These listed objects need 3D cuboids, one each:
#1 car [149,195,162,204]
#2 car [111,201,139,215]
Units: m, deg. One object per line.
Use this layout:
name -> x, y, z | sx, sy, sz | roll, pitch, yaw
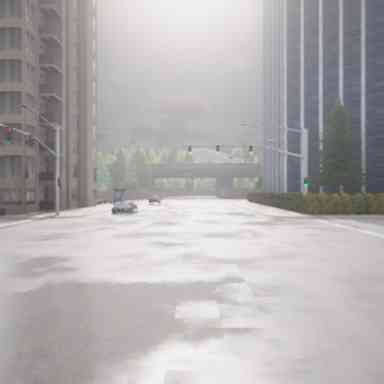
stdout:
car -> -6.471, 1.295, 58.631 | 1.882, 1.535, 5.008 | 0, 0, 0
car -> -6.725, 1.561, 33.678 | 1.994, 1.385, 4.181 | 0, 1, 3
